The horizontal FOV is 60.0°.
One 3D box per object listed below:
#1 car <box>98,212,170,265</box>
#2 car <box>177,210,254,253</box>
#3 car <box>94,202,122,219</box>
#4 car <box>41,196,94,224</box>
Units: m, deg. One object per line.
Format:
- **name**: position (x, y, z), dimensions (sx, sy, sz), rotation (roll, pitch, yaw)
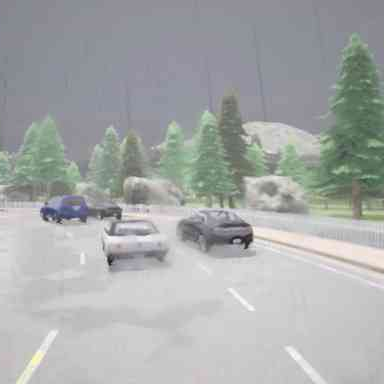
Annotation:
- **car**: position (-2.232, 1.630, 11.996), dimensions (1.895, 1.301, 4.718), rotation (0, 0, -18)
- **car**: position (0.776, 1.502, 13.861), dimensions (2.128, 1.511, 4.902), rotation (0, 0, -19)
- **car**: position (-7.729, 1.593, 28.516), dimensions (1.837, 1.490, 4.892), rotation (0, 0, -40)
- **car**: position (-9.938, 1.323, 25.830), dimensions (2.150, 2.045, 5.566), rotation (0, 0, -39)
